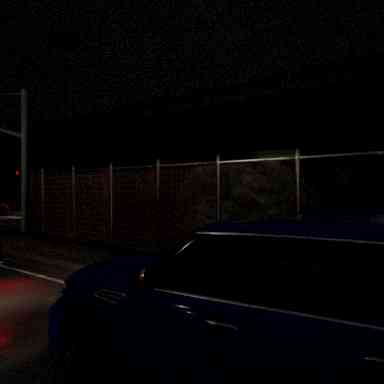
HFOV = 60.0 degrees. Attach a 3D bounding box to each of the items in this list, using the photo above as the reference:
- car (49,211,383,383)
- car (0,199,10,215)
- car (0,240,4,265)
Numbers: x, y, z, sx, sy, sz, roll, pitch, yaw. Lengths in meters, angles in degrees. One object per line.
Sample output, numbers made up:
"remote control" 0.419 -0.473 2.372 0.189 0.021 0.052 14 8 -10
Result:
"car" 0.904 1.221 3.346 5.566 2.045 2.150 0 0 35
"car" -20.206 1.407 31.929 2.097 1.767 4.553 0 0 37
"car" -7.110 1.491 9.063 4.902 1.511 2.128 0 0 33
